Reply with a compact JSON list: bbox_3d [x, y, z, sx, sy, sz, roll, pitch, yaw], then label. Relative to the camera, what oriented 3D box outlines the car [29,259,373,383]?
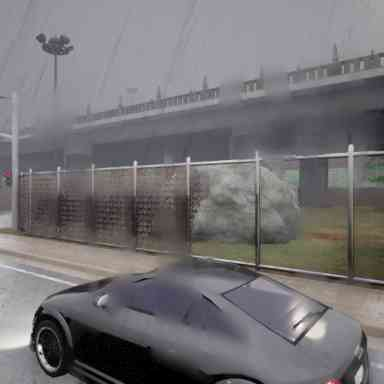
[{"bbox_3d":[-0.155,1.564,4.101,4.181,1.385,1.994,0,0,36],"label":"car"}]
